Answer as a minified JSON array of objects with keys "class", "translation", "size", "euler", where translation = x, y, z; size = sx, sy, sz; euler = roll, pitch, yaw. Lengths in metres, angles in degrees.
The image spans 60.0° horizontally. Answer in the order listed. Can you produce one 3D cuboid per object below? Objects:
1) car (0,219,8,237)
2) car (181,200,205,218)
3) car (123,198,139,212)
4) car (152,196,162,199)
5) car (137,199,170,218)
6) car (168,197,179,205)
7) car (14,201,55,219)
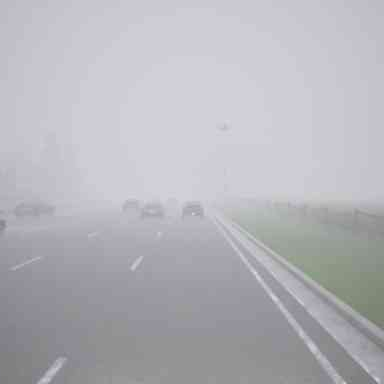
[{"class":"car","translation":[-10.400,1.612,14.960],"size":[1.895,1.301,4.718],"euler":[0,0,0]},{"class":"car","translation":[0.098,1.528,30.173],"size":[1.837,1.490,4.892],"euler":[0,0,0]},{"class":"car","translation":[-6.904,1.532,39.288],"size":[1.837,1.490,4.892],"euler":[0,0,0]},{"class":"car","translation":[-6.907,1.538,65.085],"size":[2.128,1.511,4.902],"euler":[0,0,0]},{"class":"car","translation":[-3.403,1.586,29.957],"size":[1.994,1.385,4.181],"euler":[0,0,0]},{"class":"car","translation":[-3.406,1.608,60.197],"size":[1.994,1.385,4.181],"euler":[0,0,0]},{"class":"car","translation":[-13.904,1.514,29.732],"size":[2.128,1.511,4.902],"euler":[0,0,0]}]
